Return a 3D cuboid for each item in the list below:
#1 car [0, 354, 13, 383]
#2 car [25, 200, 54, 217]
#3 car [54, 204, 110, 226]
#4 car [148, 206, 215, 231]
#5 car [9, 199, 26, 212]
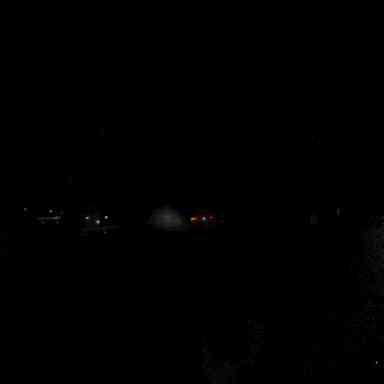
[{"bbox_3d":[-3.609,1.483,1.542,4.902,1.511,2.128,0,0,-39],"label":"car"},{"bbox_3d":[-14.054,1.592,31.683,1.994,1.385,4.181,0,0,-39],"label":"car"},{"bbox_3d":[-7.844,1.578,23.956,2.033,1.411,5.357,0,0,-39],"label":"car"},{"bbox_3d":[-0.810,1.596,21.314,2.033,1.411,5.357,0,0,-37],"label":"car"},{"bbox_3d":[-20.534,1.573,39.780,2.033,1.411,5.357,0,0,-39],"label":"car"}]
